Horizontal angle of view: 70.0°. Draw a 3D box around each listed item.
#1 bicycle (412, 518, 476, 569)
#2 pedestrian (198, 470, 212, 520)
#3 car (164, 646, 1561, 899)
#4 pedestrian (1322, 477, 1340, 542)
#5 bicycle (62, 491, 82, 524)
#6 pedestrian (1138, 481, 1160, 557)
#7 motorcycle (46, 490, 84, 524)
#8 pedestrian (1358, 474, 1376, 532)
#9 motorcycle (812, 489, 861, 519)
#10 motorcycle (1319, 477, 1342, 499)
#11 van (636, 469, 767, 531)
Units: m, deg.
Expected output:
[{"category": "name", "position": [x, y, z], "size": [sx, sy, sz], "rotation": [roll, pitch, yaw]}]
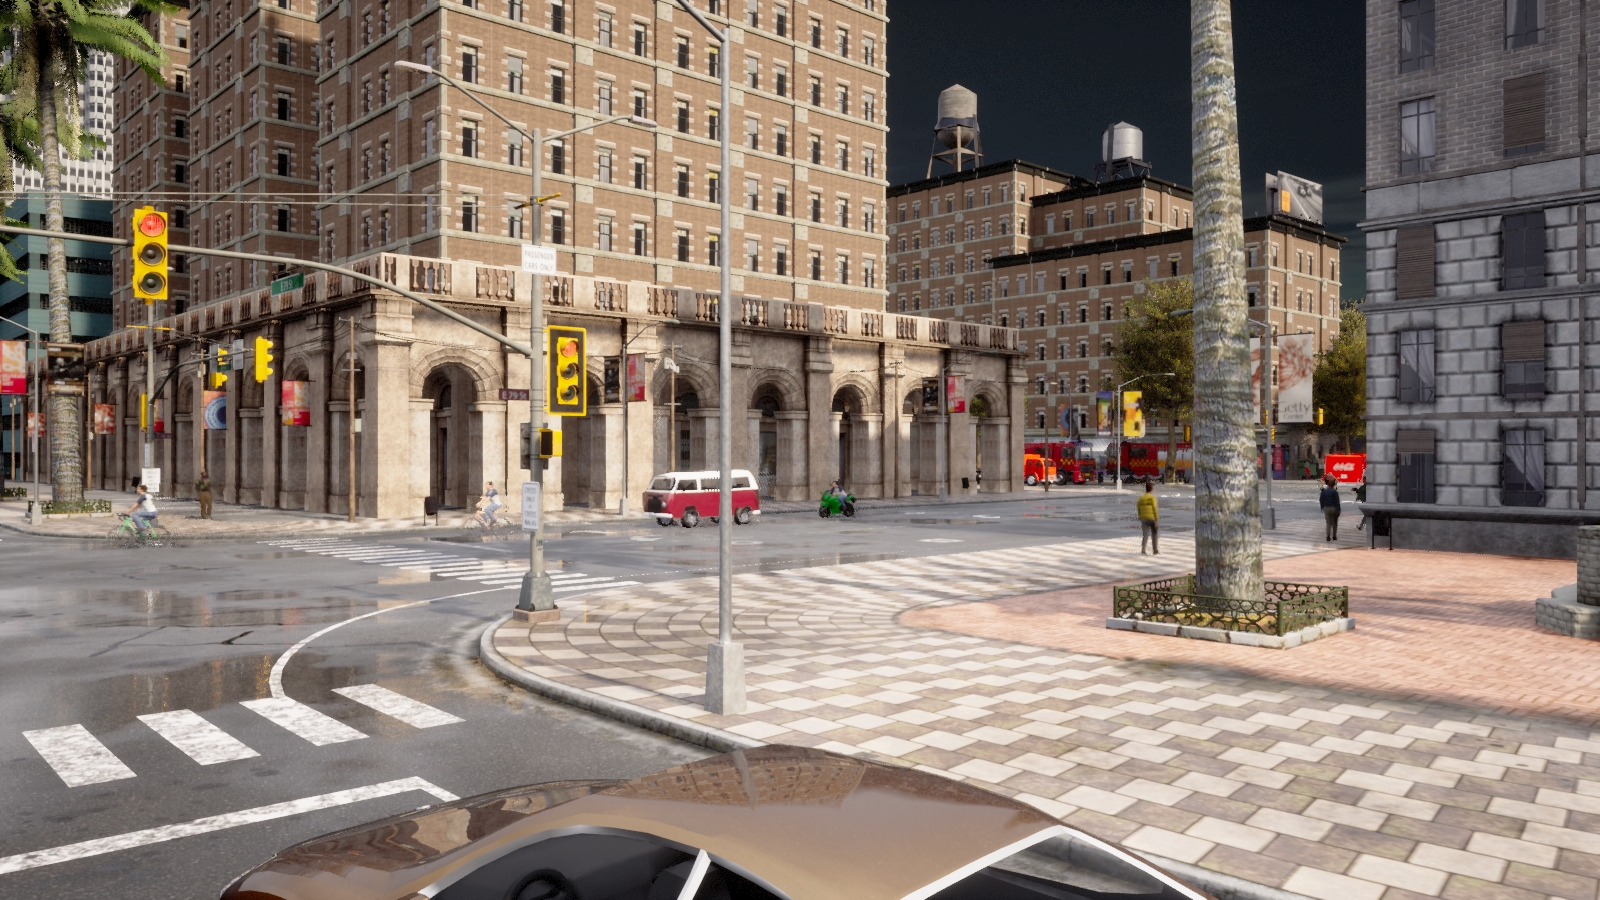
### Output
[{"category": "bicycle", "position": [-8.612, 2.256, 27.690], "size": [0.859, 1.080, 1.487], "rotation": [2, 0, 11]}, {"category": "pedestrian", "position": [-22.567, 1.697, 43.324], "size": [0.375, 1.860, 0.375], "rotation": [0, 0, 44]}, {"category": "car", "position": [-0.308, 1.992, 4.309], "size": [5.027, 1.651, 2.152], "rotation": [0, 0, 42]}, {"category": "pedestrian", "position": [15.219, 1.696, 32.736], "size": [0.375, 1.860, 0.375], "rotation": [0, 0, 41]}, {"category": "bicycle", "position": [-28.285, 2.206, 44.372], "size": [0.373, 1.196, 1.643], "rotation": [0, 0, -42]}, {"category": "pedestrian", "position": [8.611, 1.696, 28.192], "size": [0.375, 1.860, 0.375], "rotation": [0, 0, 42]}, {"category": "motorcycle", "position": [-28.682, 2.205, 44.576], "size": [0.867, 1.251, 2.209], "rotation": [0, 0, -42]}, {"category": "pedestrian", "position": [18.240, 1.697, 36.737], "size": [0.375, 1.860, 0.375], "rotation": [0, 0, -31]}, {"category": "motorcycle", "position": [1.520, 2.213, 46.923], "size": [2.033, 1.145, 0.803], "rotation": [0, 0, -43]}, {"category": "motorcycle", "position": [31.032, 2.205, 66.858], "size": [0.867, 1.251, 2.209], "rotation": [0, 0, 35]}, {"category": "van", "position": [-3.605, 1.778, 42.256], "size": [4.480, 2.038, 2.069], "rotation": [-1, 0, -43]}]
